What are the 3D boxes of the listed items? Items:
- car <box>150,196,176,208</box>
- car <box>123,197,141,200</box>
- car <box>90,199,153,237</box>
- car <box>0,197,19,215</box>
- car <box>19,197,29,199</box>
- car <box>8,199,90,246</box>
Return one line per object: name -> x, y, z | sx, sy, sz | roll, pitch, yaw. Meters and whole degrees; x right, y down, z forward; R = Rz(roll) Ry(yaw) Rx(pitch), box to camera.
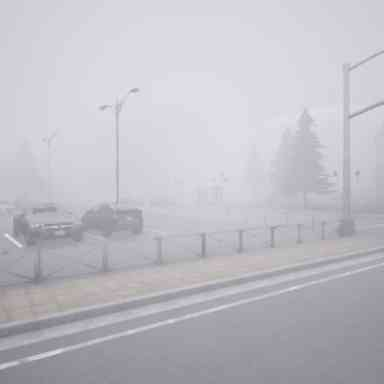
car -> -4.184, 1.374, 46.981 | 2.128, 1.511, 4.902 | 0, 0, -36
car -> -8.370, 1.377, 46.733 | 1.882, 1.535, 5.008 | 0, 0, -36
car -> -4.103, 1.308, 16.897 | 2.007, 1.523, 4.514 | 0, 0, -36
car -> -17.378, 1.367, 30.282 | 1.970, 1.475, 3.806 | 0, 0, -36
car -> -19.280, 1.342, 38.050 | 1.845, 1.501, 3.633 | 0, 0, -36
car -> -6.622, 1.314, 15.027 | 2.152, 1.636, 5.027 | 0, 0, -36
